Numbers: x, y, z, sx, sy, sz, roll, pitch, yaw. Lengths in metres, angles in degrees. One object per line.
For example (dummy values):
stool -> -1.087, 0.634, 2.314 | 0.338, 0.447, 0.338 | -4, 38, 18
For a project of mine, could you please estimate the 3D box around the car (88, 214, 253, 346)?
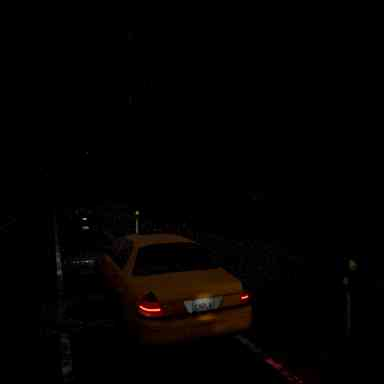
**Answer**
car -> -0.844, 1.456, 6.730 | 1.801, 1.575, 5.366 | 0, 0, -23

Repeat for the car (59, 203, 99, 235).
car -> -6.160, 1.549, 18.649 | 2.008, 1.369, 4.403 | 0, 0, -23

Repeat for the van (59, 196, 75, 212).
van -> -14.706, 1.338, 39.024 | 1.690, 1.788, 3.998 | 0, 0, -23

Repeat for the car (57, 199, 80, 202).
car -> -10.433, 1.564, 28.836 | 1.947, 1.339, 4.313 | 0, 0, -23

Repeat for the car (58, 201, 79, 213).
car -> -8.296, 1.549, 23.743 | 2.008, 1.369, 4.403 | 0, 0, -23

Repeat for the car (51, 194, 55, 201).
car -> -31.948, 1.461, 79.387 | 1.967, 1.590, 4.097 | 0, 0, -24

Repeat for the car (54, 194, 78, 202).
car -> -12.570, 1.313, 33.931 | 2.192, 1.841, 5.009 | 0, 0, -23
